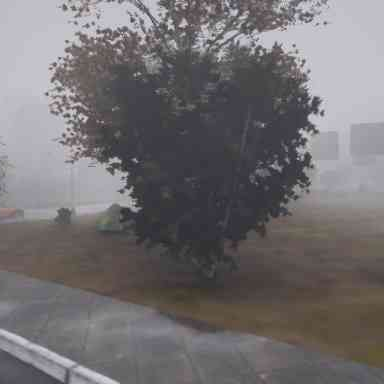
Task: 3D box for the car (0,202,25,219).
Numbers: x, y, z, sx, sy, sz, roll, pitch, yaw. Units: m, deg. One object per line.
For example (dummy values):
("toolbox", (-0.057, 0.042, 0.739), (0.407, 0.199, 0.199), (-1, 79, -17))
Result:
("car", (-17.776, 1.660, 30.285), (2.097, 1.767, 4.553), (-1, 0, 39))
